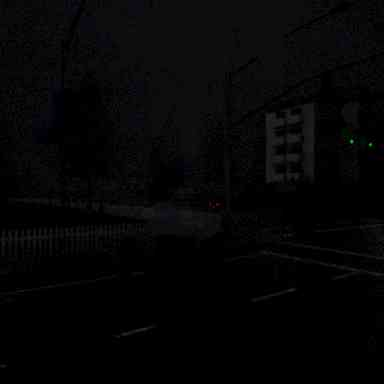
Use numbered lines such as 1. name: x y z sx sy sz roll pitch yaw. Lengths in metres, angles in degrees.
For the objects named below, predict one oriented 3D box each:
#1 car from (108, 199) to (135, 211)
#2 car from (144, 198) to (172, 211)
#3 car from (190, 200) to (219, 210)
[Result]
1. car: -9.138 1.606 42.668 2.033 1.411 5.357 0 0 -34
2. car: -4.306 1.561 41.739 2.128 1.511 4.902 0 0 -34
3. car: 1.619 1.691 45.597 1.895 1.301 4.718 0 0 -34
